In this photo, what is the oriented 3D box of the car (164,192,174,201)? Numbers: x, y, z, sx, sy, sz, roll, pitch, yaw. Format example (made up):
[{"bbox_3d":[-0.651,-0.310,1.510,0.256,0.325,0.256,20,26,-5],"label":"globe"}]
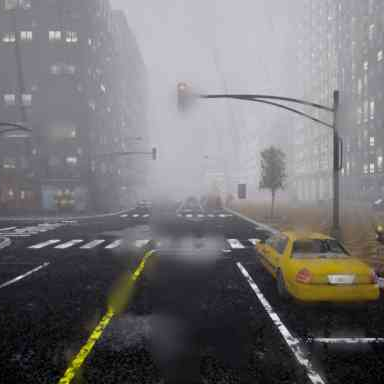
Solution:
[{"bbox_3d":[-5.926,1.517,79.164,1.967,1.590,4.097,0,0,0],"label":"car"}]

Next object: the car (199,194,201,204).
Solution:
[{"bbox_3d":[2.502,1.362,62.608,2.192,1.841,5.009,0,0,0],"label":"car"}]

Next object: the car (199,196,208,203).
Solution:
[{"bbox_3d":[2.471,1.612,73.662,1.887,1.381,4.507,0,0,0],"label":"car"}]

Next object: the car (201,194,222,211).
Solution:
[{"bbox_3d":[2.568,1.332,40.503,2.192,1.841,5.009,0,0,0],"label":"car"}]

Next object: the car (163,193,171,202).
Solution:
[{"bbox_3d":[-5.894,1.497,68.111,1.967,1.590,4.097,0,0,0],"label":"car"}]

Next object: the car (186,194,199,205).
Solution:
[{"bbox_3d":[-0.079,1.550,61.798,1.837,1.490,4.892,0,0,0],"label":"car"}]

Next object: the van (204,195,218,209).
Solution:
[{"bbox_3d":[2.551,1.364,46.029,1.690,1.788,3.998,0,0,0],"label":"van"}]

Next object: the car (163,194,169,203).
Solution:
[{"bbox_3d":[-5.877,1.592,62.583,1.887,1.381,4.507,0,0,0],"label":"car"}]

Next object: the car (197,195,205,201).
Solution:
[{"bbox_3d":[2.422,1.625,90.412,1.752,1.417,4.829,0,0,0],"label":"car"}]

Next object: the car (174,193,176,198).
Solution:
[{"bbox_3d":[-5.957,1.625,90.048,1.752,1.417,4.829,0,0,0],"label":"car"}]

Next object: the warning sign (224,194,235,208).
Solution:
[{"bbox_3d":[4.945,1.136,43.767,1.300,1.860,1.060,0,0,0],"label":"warning sign"}]

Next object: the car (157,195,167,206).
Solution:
[{"bbox_3d":[-5.860,1.589,57.057,2.008,1.369,4.403,0,0,0],"label":"car"}]

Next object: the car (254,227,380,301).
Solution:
[{"bbox_3d":[2.664,1.526,8.260,1.752,1.417,4.829,0,0,0],"label":"car"}]

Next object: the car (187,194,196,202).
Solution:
[{"bbox_3d":[-0.233,1.433,79.658,2.097,1.767,4.553,0,0,0],"label":"car"}]

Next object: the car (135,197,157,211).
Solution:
[{"bbox_3d":[-5.811,1.568,40.478,2.008,1.369,4.403,0,0,0],"label":"car"}]
